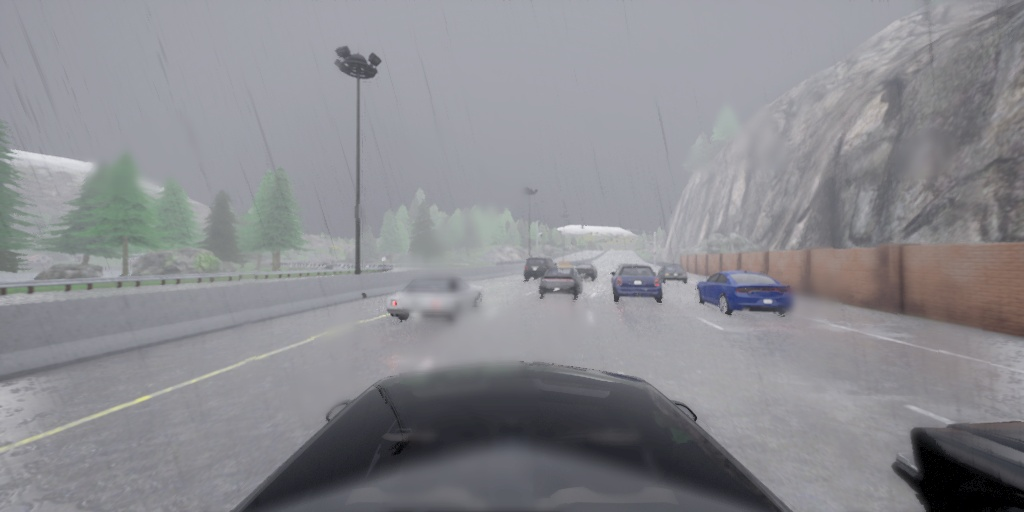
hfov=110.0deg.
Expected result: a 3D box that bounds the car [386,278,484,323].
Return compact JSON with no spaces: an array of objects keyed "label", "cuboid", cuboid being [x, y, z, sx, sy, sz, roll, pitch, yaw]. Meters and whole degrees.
[{"label":"car","cuboid":[-2.360,1.415,12.451,1.895,1.301,4.718,0,0,9]}]

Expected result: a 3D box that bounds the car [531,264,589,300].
[{"label":"car","cuboid":[2.661,1.341,18.696,2.128,1.511,4.902,0,-1,15]}]

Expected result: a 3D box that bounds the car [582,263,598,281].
[{"label":"car","cuboid":[6.714,1.411,32.749,1.882,1.535,5.008,0,0,17]}]

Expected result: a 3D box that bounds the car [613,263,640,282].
[{"label":"car","cuboid":[10.292,1.424,32.419,2.128,1.511,4.902,0,0,17]}]

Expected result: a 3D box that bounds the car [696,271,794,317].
[{"label":"car","cuboid":[8.633,1.299,13.783,1.882,1.535,5.008,0,0,12]}]

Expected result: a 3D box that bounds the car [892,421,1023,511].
[{"label":"car","cuboid":[3.625,1.344,0.316,1.895,1.301,4.718,0,0,-1]}]

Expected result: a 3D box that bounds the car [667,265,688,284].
[{"label":"car","cuboid":[12.998,1.461,29.296,2.033,1.411,5.357,0,0,17]}]

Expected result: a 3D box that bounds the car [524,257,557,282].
[{"label":"car","cuboid":[2.590,1.146,31.126,2.150,2.045,5.566,0,0,17]}]

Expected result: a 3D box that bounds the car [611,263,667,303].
[{"label":"car","cuboid":[6.049,1.198,17.775,2.097,1.767,4.553,0,0,14]}]
